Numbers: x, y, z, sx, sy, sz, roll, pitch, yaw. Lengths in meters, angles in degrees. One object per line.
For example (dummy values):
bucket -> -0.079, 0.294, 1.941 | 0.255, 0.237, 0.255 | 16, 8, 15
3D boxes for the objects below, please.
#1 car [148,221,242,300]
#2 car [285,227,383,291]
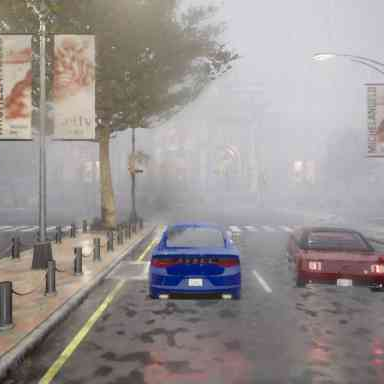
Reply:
car -> 0.071, 1.478, 8.470 | 1.882, 1.535, 5.008 | 0, 0, 0
car -> 3.677, 1.601, 9.097 | 1.895, 1.301, 4.718 | 0, 0, 13
